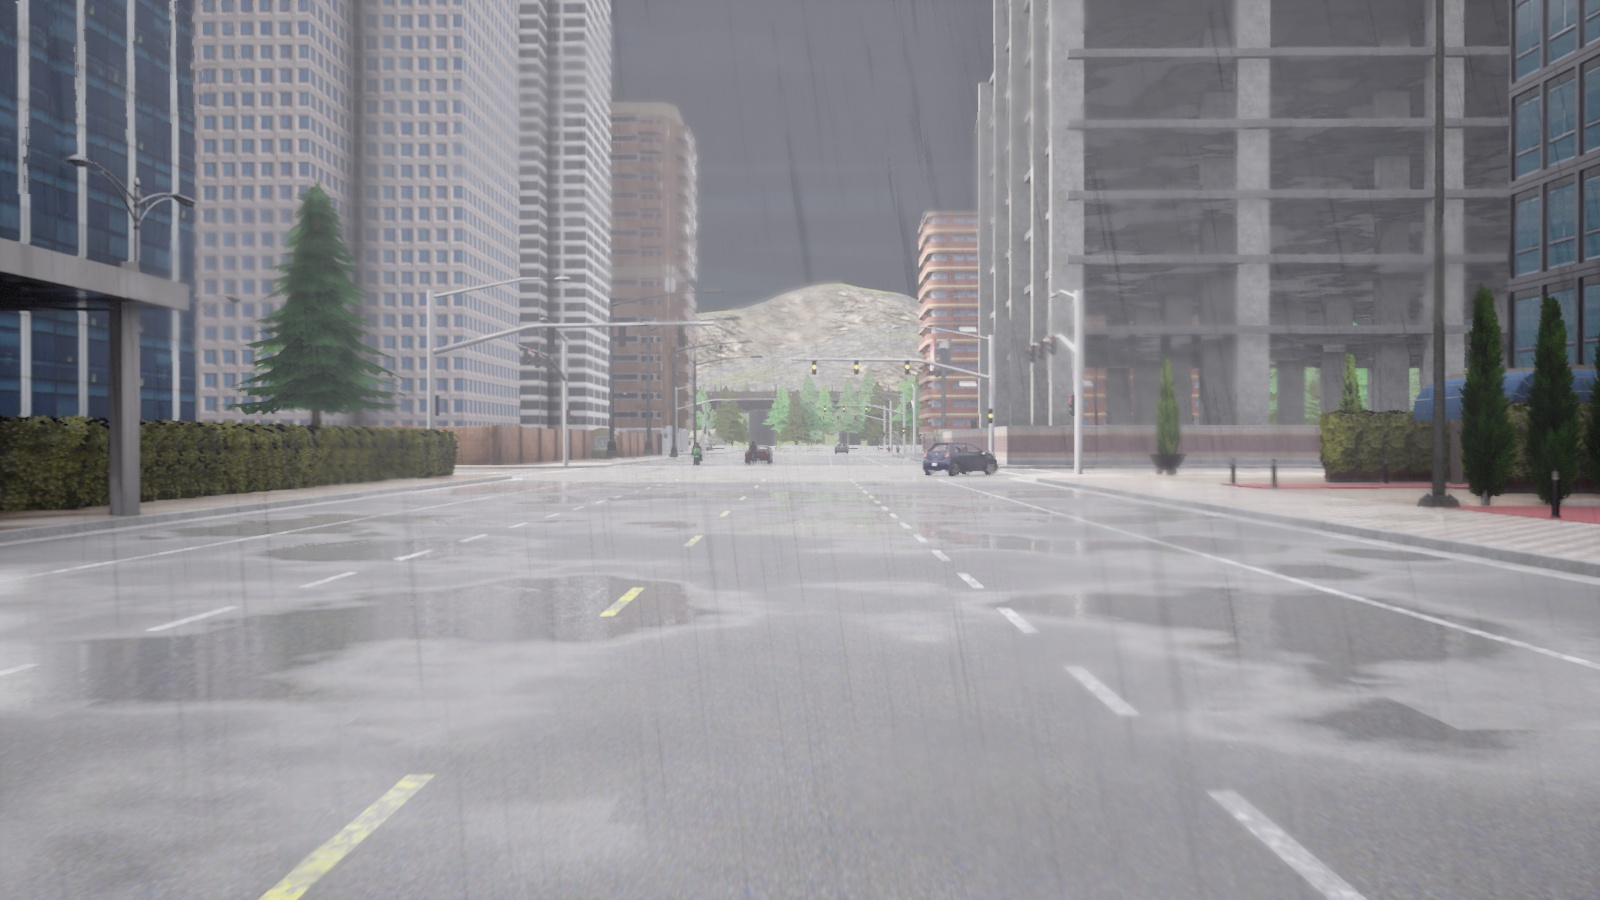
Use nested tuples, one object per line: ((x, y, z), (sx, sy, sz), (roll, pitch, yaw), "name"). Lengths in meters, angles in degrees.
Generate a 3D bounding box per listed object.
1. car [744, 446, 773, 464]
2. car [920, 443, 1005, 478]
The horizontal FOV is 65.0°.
((-3.002, 0.328, 91.576), (1.895, 1.301, 4.718), (0, 0, 1), "car")
((7.352, 0.447, 56.628), (3.633, 1.501, 1.845), (0, 0, -41), "car")
